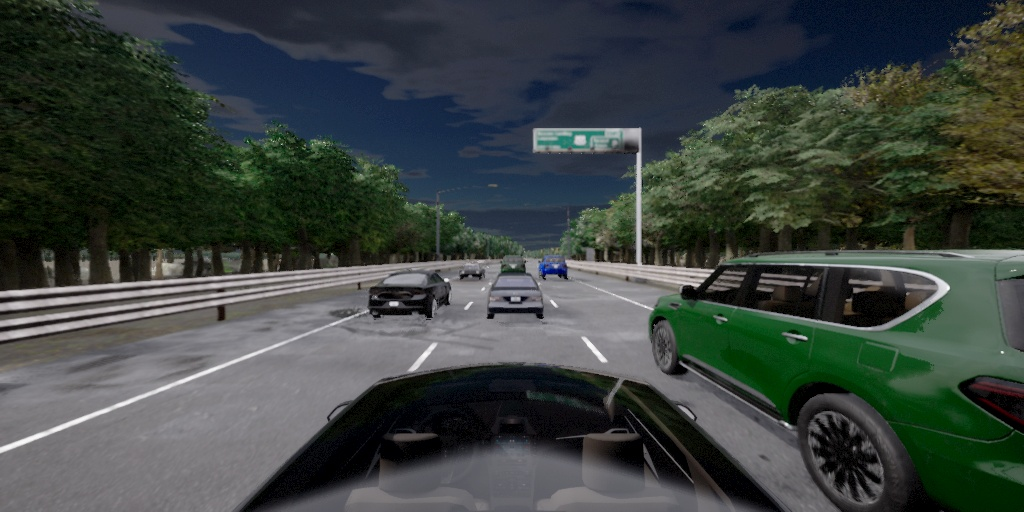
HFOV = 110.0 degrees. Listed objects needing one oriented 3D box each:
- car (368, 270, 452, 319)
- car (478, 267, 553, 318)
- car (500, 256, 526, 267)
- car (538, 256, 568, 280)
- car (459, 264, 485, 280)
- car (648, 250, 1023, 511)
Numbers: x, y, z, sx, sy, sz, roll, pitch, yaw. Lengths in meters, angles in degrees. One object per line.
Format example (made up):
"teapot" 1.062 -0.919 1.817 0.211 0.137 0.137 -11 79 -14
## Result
"car" -3.398 1.228 12.800 1.882 1.535 5.008 0 0 0
"car" 0.105 1.298 12.923 2.033 1.411 5.357 0 0 0
"car" 0.107 0.997 32.097 2.150 2.045 5.566 0 0 0
"car" 3.606 0.997 32.191 2.150 2.045 5.566 0 0 0
"car" -3.394 1.375 31.515 1.895 1.301 4.718 0 0 0
"car" 3.601 0.971 4.301 2.150 2.045 5.566 0 0 0
